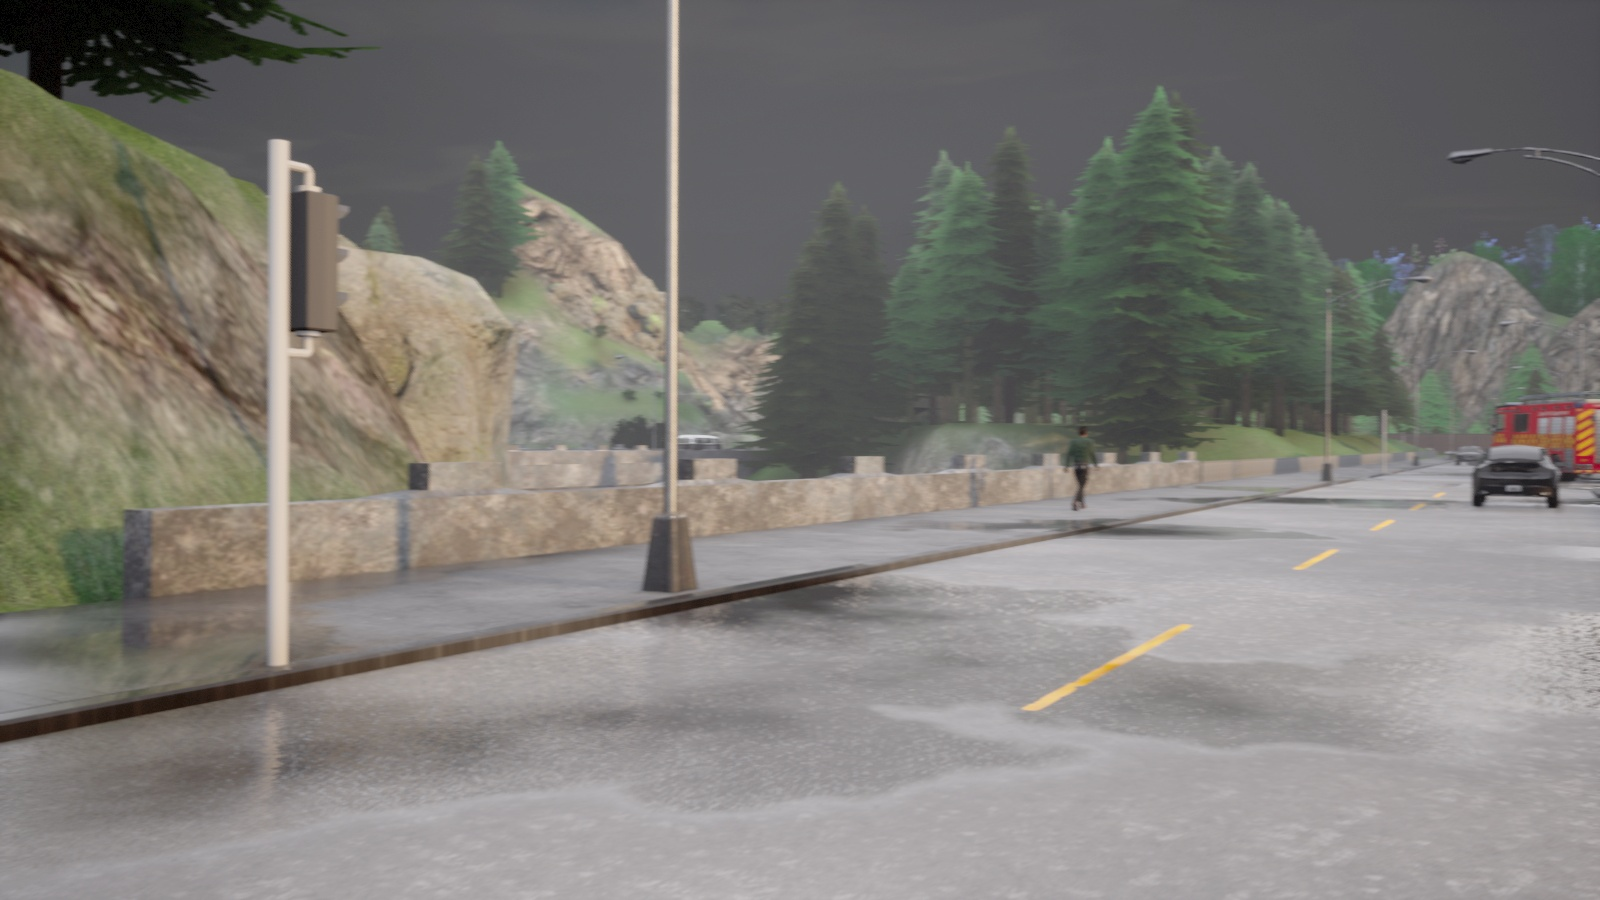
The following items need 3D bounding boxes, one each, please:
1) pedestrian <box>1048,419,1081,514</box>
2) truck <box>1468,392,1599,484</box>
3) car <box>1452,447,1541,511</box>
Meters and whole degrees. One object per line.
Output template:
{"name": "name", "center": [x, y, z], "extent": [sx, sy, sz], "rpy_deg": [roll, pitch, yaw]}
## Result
{"name": "pedestrian", "center": [5.506, 0.334, 26.136], "extent": [0.423, 1.949, 0.788], "rpy_deg": [1, 0, 30]}
{"name": "truck", "center": [33.487, -0.534, 56.790], "extent": [2.891, 3.827, 8.468], "rpy_deg": [0, 0, 7]}
{"name": "car", "center": [17.740, 0.679, 31.977], "extent": [1.837, 1.490, 4.892], "rpy_deg": [1, 0, 30]}
